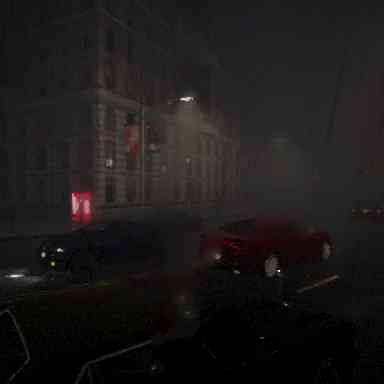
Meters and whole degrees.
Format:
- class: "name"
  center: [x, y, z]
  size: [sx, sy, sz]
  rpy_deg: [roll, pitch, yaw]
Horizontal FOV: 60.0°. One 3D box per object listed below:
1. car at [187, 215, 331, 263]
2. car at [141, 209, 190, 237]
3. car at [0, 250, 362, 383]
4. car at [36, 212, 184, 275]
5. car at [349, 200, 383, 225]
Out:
- class: "car"
  center: [2.408, 1.472, 10.048]
  size: [5.008, 1.535, 1.882]
  rpy_deg: [0, 0, -43]
- class: "car"
  center: [-1.663, 1.537, 15.921]
  size: [2.033, 1.411, 5.357]
  rpy_deg: [0, 0, 44]
- class: "car"
  center: [-0.488, 1.599, 3.026]
  size: [4.718, 1.301, 1.895]
  rpy_deg: [0, 0, -35]
- class: "car"
  center: [-2.598, 1.557, 10.517]
  size: [4.181, 1.385, 1.994]
  rpy_deg: [0, 0, -41]
- class: "car"
  center: [12.804, 1.340, 24.323]
  size: [2.097, 1.767, 4.553]
  rpy_deg: [0, 0, 30]
